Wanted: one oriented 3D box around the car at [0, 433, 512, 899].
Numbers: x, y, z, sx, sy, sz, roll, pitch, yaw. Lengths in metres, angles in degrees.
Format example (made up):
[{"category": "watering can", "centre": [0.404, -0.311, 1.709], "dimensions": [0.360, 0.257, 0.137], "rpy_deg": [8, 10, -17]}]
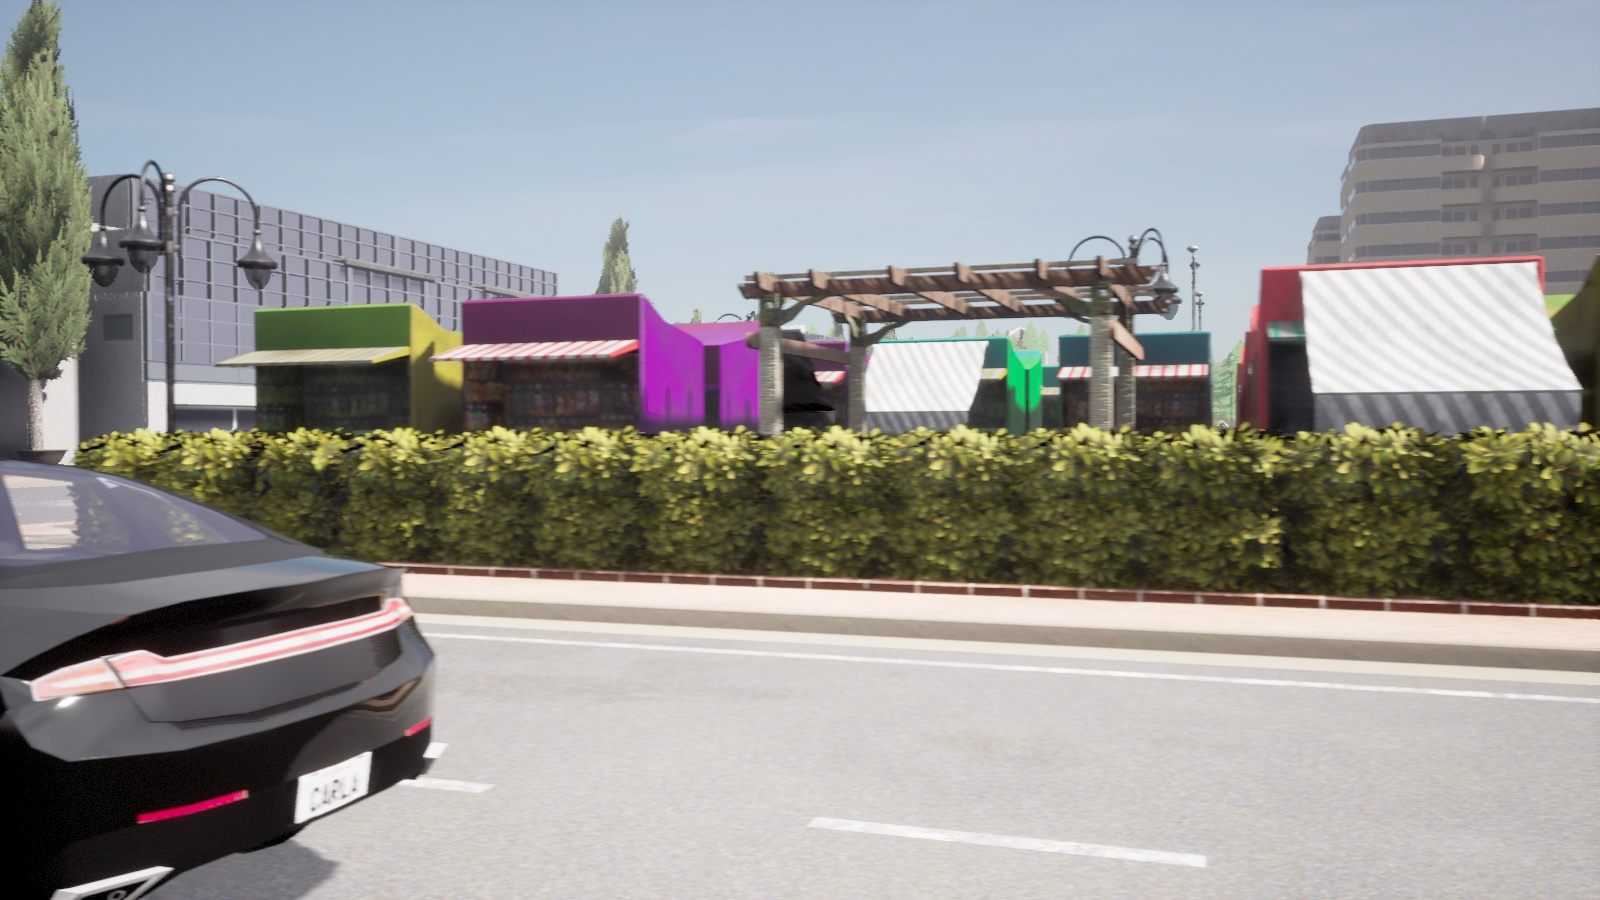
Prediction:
[{"category": "car", "centre": [-3.735, 0.697, 4.450], "dimensions": [4.902, 1.511, 2.128], "rpy_deg": [1, 1, 19]}]
